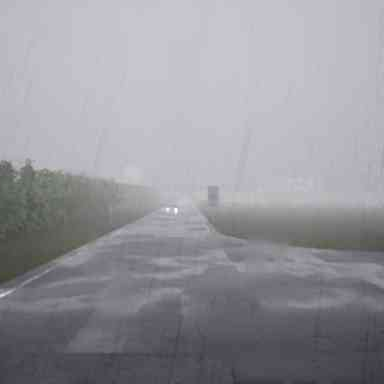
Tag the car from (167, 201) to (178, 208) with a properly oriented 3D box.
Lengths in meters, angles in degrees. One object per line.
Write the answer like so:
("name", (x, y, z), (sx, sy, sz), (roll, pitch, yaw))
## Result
("car", (-3.554, 2.230, 60.969), (1.895, 1.301, 4.718), (0, -1, -1))
